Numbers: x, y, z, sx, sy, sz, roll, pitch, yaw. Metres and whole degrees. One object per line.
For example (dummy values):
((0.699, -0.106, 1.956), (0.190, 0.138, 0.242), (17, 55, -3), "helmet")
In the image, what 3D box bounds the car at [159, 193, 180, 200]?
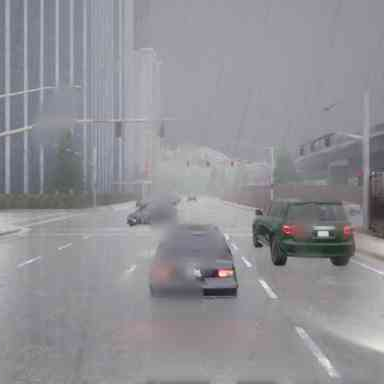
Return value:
((-3.561, 1.213, 52.829), (2.150, 2.045, 5.566), (0, 0, 0), "car")

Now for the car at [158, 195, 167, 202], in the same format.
((-6.961, 1.504, 78.269), (1.812, 1.442, 4.674), (0, 0, 0), "car")

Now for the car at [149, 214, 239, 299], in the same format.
((0.059, 1.546, 8.642), (2.033, 1.411, 5.357), (0, 0, 1), "car")

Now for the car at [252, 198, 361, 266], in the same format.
((3.577, 1.220, 11.674), (2.150, 2.045, 5.566), (0, 0, 1), "car")

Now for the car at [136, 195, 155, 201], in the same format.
((-7.067, 1.497, 48.902), (1.837, 1.490, 4.892), (0, 0, 0), "car")

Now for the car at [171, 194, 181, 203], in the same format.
((-3.464, 1.344, 72.558), (2.097, 1.767, 4.553), (0, 0, 0), "car")

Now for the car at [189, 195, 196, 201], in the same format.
((0.045, 1.487, 88.905), (1.837, 1.490, 4.892), (0, 0, 0), "car")

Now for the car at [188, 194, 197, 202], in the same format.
((0.039, 1.343, 78.660), (2.097, 1.767, 4.553), (0, 0, 0), "car")

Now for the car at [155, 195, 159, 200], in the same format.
((-7.050, 1.343, 58.094), (2.097, 1.767, 4.553), (0, 0, 0), "car")

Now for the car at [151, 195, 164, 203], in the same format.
((-6.979, 1.481, 68.031), (2.128, 1.511, 4.902), (0, 0, 0), "car")

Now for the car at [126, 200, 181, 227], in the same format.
((-2.642, 1.525, 22.722), (1.837, 1.490, 4.892), (-2, -1, 22), "car")
